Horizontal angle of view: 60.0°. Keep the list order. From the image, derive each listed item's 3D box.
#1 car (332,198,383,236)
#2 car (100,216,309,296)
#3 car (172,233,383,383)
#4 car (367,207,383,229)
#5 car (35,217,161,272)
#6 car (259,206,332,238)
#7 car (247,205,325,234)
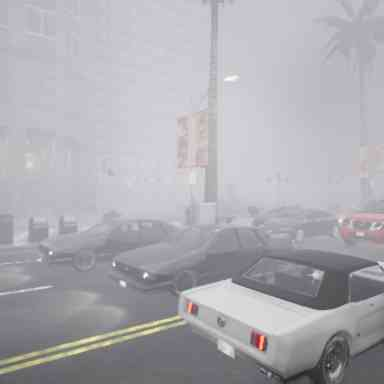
[{"bbox_3d":[8.814,1.299,14.554,5.566,2.045,2.150,0,0,-35],"label":"car"},{"bbox_3d":[0.602,1.574,8.750,5.357,1.411,2.033,0,0,-39],"label":"car"},{"bbox_3d":[2.223,1.625,5.333,4.718,1.301,1.895,0,0,-36],"label":"car"},{"bbox_3d":[13.965,1.722,22.455,4.718,1.301,1.895,0,0,-35],"label":"car"},{"bbox_3d":[-2.163,1.570,11.045,5.357,1.411,2.033,0,0,-35],"label":"car"},{"bbox_3d":[5.548,1.575,16.534,4.892,1.490,1.837,0,0,-35],"label":"car"},{"bbox_3d":[5.898,1.596,20.597,4.786,1.482,2.161,0,0,-36],"label":"car"}]
